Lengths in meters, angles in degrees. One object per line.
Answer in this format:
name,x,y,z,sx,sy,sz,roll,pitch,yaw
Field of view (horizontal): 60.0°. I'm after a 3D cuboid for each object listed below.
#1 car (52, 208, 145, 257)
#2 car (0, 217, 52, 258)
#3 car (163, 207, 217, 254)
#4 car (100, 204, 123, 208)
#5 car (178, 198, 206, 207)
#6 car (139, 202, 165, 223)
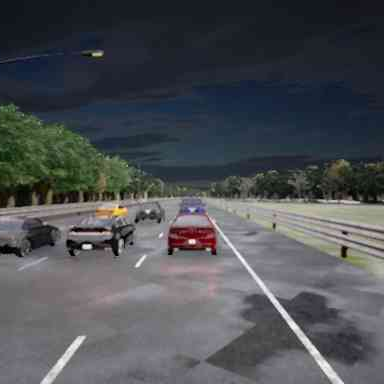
car,-3.480,1.631,13.505,2.128,1.511,4.902,0,0,0
car,-6.977,1.703,13.489,1.994,1.385,4.181,0,-1,0
car,0.028,1.623,14.241,1.882,1.535,5.008,0,0,0
car,-6.972,1.782,29.246,1.882,1.535,5.008,0,0,0
car,0.012,1.512,27.628,2.150,2.045,5.566,0,0,0
car,-3.479,1.647,28.435,2.097,1.767,4.553,0,-1,0
